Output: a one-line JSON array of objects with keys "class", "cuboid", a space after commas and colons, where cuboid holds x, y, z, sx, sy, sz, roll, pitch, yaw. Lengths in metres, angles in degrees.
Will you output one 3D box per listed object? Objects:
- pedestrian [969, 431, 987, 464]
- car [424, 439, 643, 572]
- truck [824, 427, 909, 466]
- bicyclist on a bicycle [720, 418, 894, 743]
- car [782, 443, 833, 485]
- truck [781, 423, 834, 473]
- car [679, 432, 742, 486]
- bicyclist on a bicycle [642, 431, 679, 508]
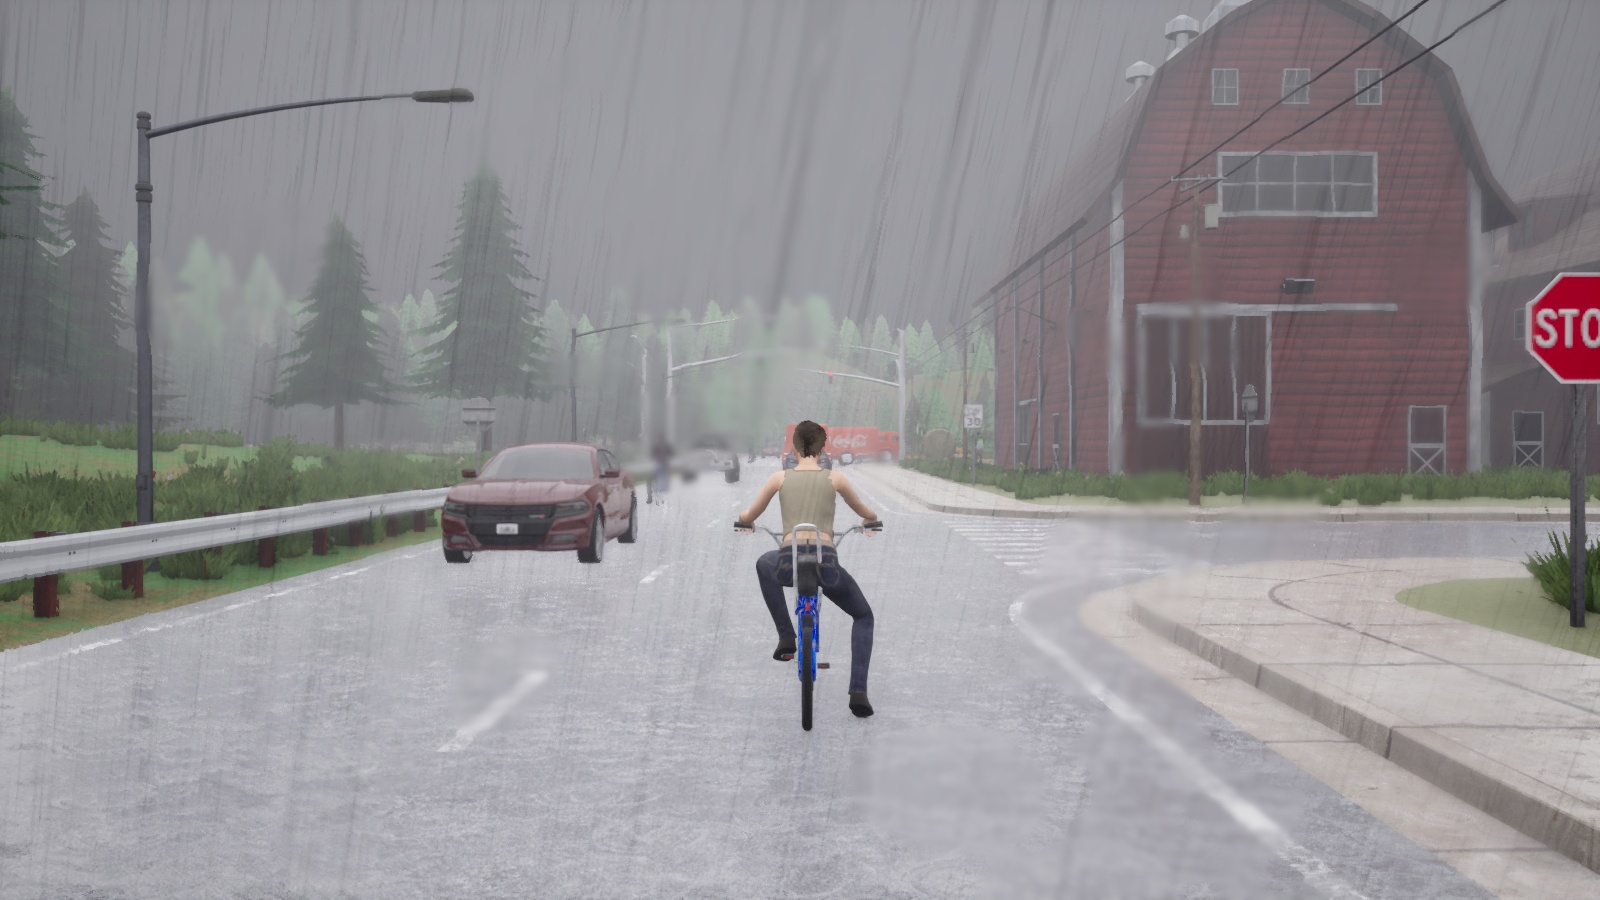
[{"class": "pedestrian", "cuboid": [10.383, -0.143, 73.334, 0.659, 1.952, 0.873, 0, 0, -25]}, {"class": "car", "cuboid": [-3.389, 0.625, 17.009, 1.882, 1.535, 5.008, 0, 0, 0]}, {"class": "truck", "cuboid": [4.198, -0.214, 80.100, 5.204, 2.467, 2.627, 0, 0, -1]}, {"class": "bicyclist on a bicycle", "cuboid": [0.045, 0.644, 6.984, 0.866, 1.612, 1.509, 0, 0, 1]}, {"class": "car", "cuboid": [0.279, 0.495, 46.983, 1.816, 1.474, 4.193, 0, 0, 0]}, {"class": "truck", "cuboid": [0.381, -0.106, 64.841, 2.627, 2.467, 5.204, 0, 0, 0]}, {"class": "car", "cuboid": [-3.226, 0.301, 46.058, 1.932, 1.855, 4.605, 0, 0, 0]}, {"class": "bicyclist on a bicycle", "cuboid": [-3.316, 0.445, 29.987, 0.659, 1.776, 1.843, 0, 0, 0]}]
